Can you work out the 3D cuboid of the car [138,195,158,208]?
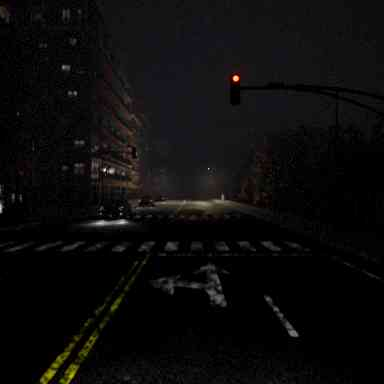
[{"bbox_3d":[-6.640,1.328,49.005,2.097,1.767,4.553,0,-1,0],"label":"car"}]

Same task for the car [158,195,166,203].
[{"bbox_3d":[-6.703,1.392,70.121,2.097,1.767,4.553,0,0,0],"label":"car"}]

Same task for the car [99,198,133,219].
[{"bbox_3d":[-6.590,1.333,29.139,2.097,1.767,4.553,0,0,0],"label":"car"}]
